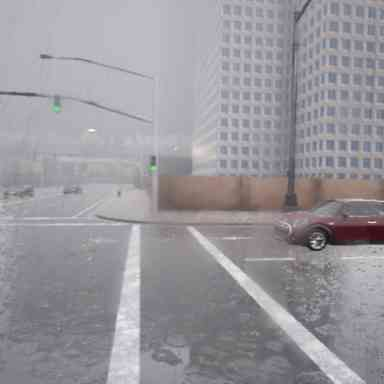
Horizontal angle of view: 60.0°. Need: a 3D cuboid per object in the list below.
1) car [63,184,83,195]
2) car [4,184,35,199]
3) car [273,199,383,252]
[{"bbox_3d":[-16.078,-0.364,45.035,2.033,1.411,5.357,1,2,-9],"label":"car"},{"bbox_3d":[-18.222,-0.118,35.263,2.128,1.511,4.902,1,2,-9],"label":"car"},{"bbox_3d":[5.267,1.023,11.888,4.553,1.767,2.097,1,2,-9],"label":"car"}]
